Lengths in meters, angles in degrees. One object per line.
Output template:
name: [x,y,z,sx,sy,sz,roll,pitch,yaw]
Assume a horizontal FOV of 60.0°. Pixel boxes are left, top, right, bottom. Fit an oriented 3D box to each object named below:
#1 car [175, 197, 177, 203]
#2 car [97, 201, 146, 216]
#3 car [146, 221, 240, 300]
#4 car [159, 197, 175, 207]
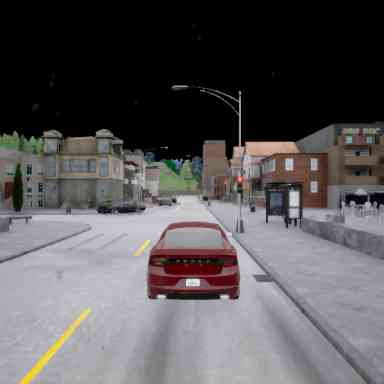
car: [-4.023,1.601,66.179,1.895,1.301,4.718,0,0,0]
car: [-6.837,1.601,32.586,1.895,1.301,4.718,0,0,41]
car: [0.049,1.478,8.455,1.882,1.535,5.008,0,0,1]
car: [-4.104,1.504,52.027,1.837,1.490,4.892,0,0,0]
